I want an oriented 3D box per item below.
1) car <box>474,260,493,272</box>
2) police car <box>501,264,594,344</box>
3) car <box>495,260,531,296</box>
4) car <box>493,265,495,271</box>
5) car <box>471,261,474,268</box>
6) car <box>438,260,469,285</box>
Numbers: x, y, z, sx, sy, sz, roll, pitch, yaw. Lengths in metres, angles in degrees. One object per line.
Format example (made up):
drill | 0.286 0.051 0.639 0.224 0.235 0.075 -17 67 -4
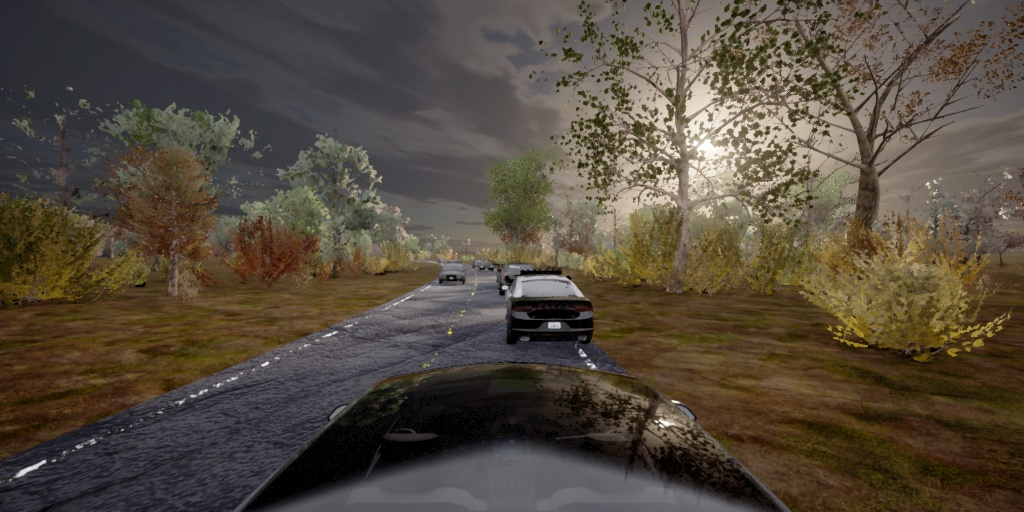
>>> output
car | -3.495 1.347 46.602 1.895 1.301 4.718 0 0 -9
police car | 0.765 1.175 9.708 1.930 1.638 5.238 0 0 -2
car | 0.292 1.100 19.637 2.097 1.767 4.553 0 0 -4
car | -0.155 1.253 25.697 1.837 1.490 4.892 0 0 -5
car | -5.592 1.291 58.841 2.033 1.411 5.357 0 0 -11
car | -4.298 1.253 26.514 1.837 1.490 4.892 0 0 -5
